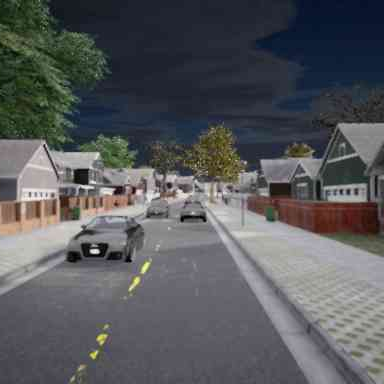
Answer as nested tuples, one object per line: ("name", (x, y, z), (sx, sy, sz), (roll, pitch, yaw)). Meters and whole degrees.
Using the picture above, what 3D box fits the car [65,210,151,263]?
("car", (-2.825, 1.530, 11.680), (1.994, 1.385, 4.181), (0, 0, 0))

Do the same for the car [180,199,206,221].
("car", (0.093, 1.490, 26.148), (1.994, 1.385, 4.181), (0, 0, 0))

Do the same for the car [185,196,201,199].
("car", (0.101, 1.233, 42.884), (2.097, 1.767, 4.553), (0, 0, 0))

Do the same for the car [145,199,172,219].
("car", (-2.803, 1.426, 28.485), (1.837, 1.490, 4.892), (0, 0, 0))
